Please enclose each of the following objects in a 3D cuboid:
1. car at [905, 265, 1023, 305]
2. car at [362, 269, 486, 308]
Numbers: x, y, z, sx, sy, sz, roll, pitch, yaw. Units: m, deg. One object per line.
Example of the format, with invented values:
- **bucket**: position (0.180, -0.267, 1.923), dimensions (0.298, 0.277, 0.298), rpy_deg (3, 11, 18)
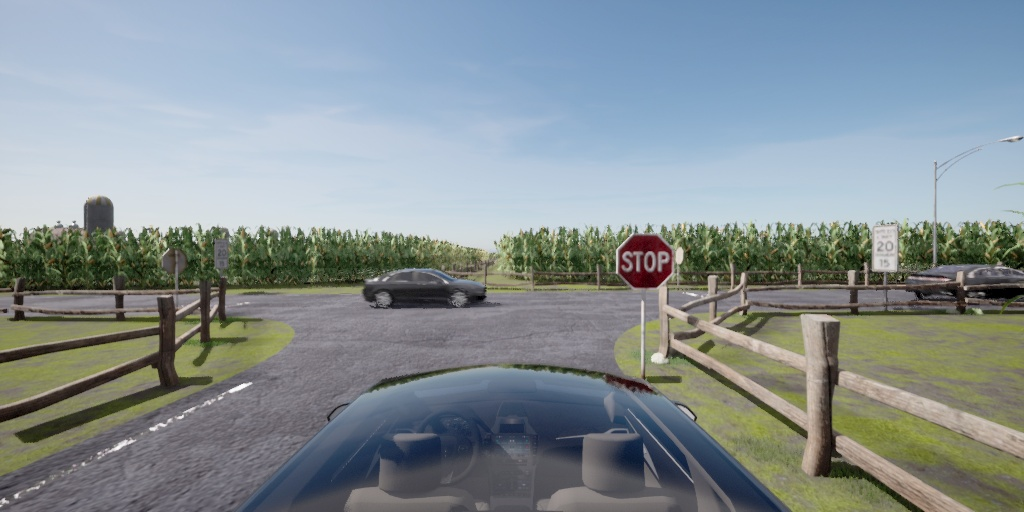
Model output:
- **car**: position (18.998, 1.104, 14.491), dimensions (4.902, 1.511, 2.128), rpy_deg (0, 0, 0)
- **car**: position (-3.490, 1.277, 14.532), dimensions (4.892, 1.490, 1.837), rpy_deg (0, 0, 0)
